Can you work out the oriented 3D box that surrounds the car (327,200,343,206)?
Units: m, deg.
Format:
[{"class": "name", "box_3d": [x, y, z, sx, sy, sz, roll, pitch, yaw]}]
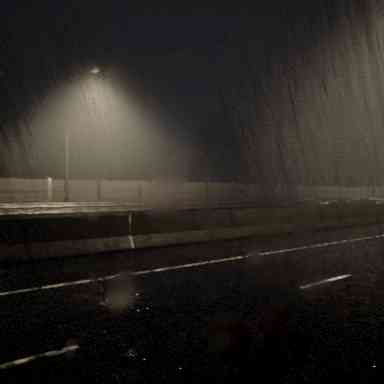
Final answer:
[{"class": "car", "box_3d": [19.805, 1.705, 43.819, 4.718, 1.301, 1.895, 0, 0, -35]}]

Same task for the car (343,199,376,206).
[{"class": "car", "box_3d": [20.848, 1.578, 40.274, 5.008, 1.535, 1.882, 0, 0, -35]}]

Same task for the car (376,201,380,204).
[{"class": "car", "box_3d": [23.407, 1.579, 37.798, 5.008, 1.535, 1.882, 0, 0, -35]}]
